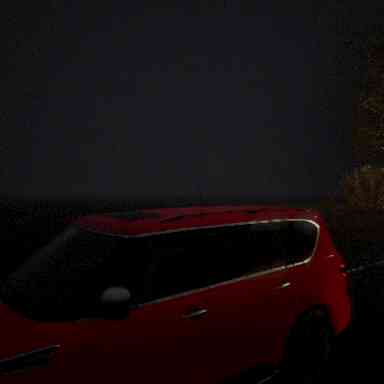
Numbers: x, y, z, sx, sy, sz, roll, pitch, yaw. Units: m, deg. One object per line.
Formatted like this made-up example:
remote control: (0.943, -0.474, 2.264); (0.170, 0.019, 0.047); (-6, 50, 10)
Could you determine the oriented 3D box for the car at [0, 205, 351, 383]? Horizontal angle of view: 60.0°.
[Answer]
car: (-0.505, 1.215, 3.658); (5.566, 2.045, 2.150); (0, 0, -36)
